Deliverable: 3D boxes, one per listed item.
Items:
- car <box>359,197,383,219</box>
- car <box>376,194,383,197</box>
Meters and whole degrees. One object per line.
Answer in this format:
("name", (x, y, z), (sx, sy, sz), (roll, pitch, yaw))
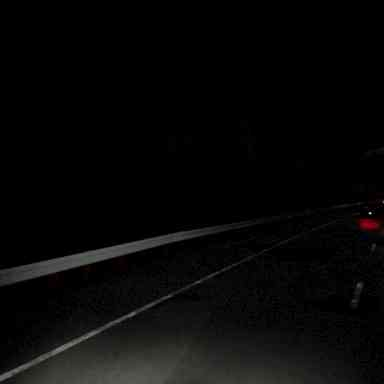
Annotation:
("car", (16.160, 1.505, 29.524), (1.837, 1.490, 4.892), (0, 0, 35))
("car", (22.246, 1.221, 38.041), (2.150, 2.045, 5.566), (0, 0, 36))
